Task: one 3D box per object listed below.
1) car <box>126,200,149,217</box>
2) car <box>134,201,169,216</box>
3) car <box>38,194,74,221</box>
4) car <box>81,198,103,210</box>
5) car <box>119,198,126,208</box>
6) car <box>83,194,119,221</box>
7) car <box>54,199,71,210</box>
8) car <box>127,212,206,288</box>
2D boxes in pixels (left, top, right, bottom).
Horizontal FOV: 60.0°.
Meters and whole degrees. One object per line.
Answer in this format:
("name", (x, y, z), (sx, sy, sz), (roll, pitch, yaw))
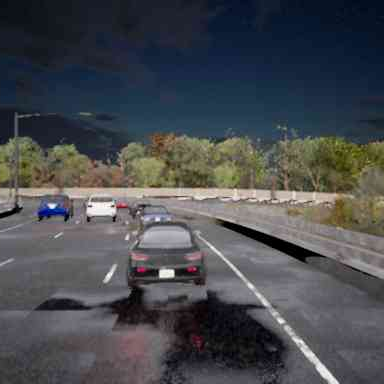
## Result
("car", (-4.703, 1.458, 30.537), (1.837, 1.490, 4.892), (0, 0, -16))
("car", (-2.295, 1.515, 20.357), (2.033, 1.411, 5.357), (0, 0, -10))
("car", (-10.850, 1.187, 26.715), (2.150, 2.045, 5.566), (0, 0, -15))
("car", (-13.044, 1.486, 43.150), (2.033, 1.411, 5.357), (0, 0, -23))
("car", (-9.236, 1.500, 43.066), (1.994, 1.385, 4.181), (0, 0, -23))
("car", (-7.239, 1.186, 26.708), (2.150, 2.045, 5.566), (0, 1, -15))
("car", (-16.520, 1.544, 42.353), (1.895, 1.301, 4.718), (0, 0, -23))
("car", (-0.690, 1.511, 9.123), (1.812, 1.442, 4.674), (0, 0, -4))
